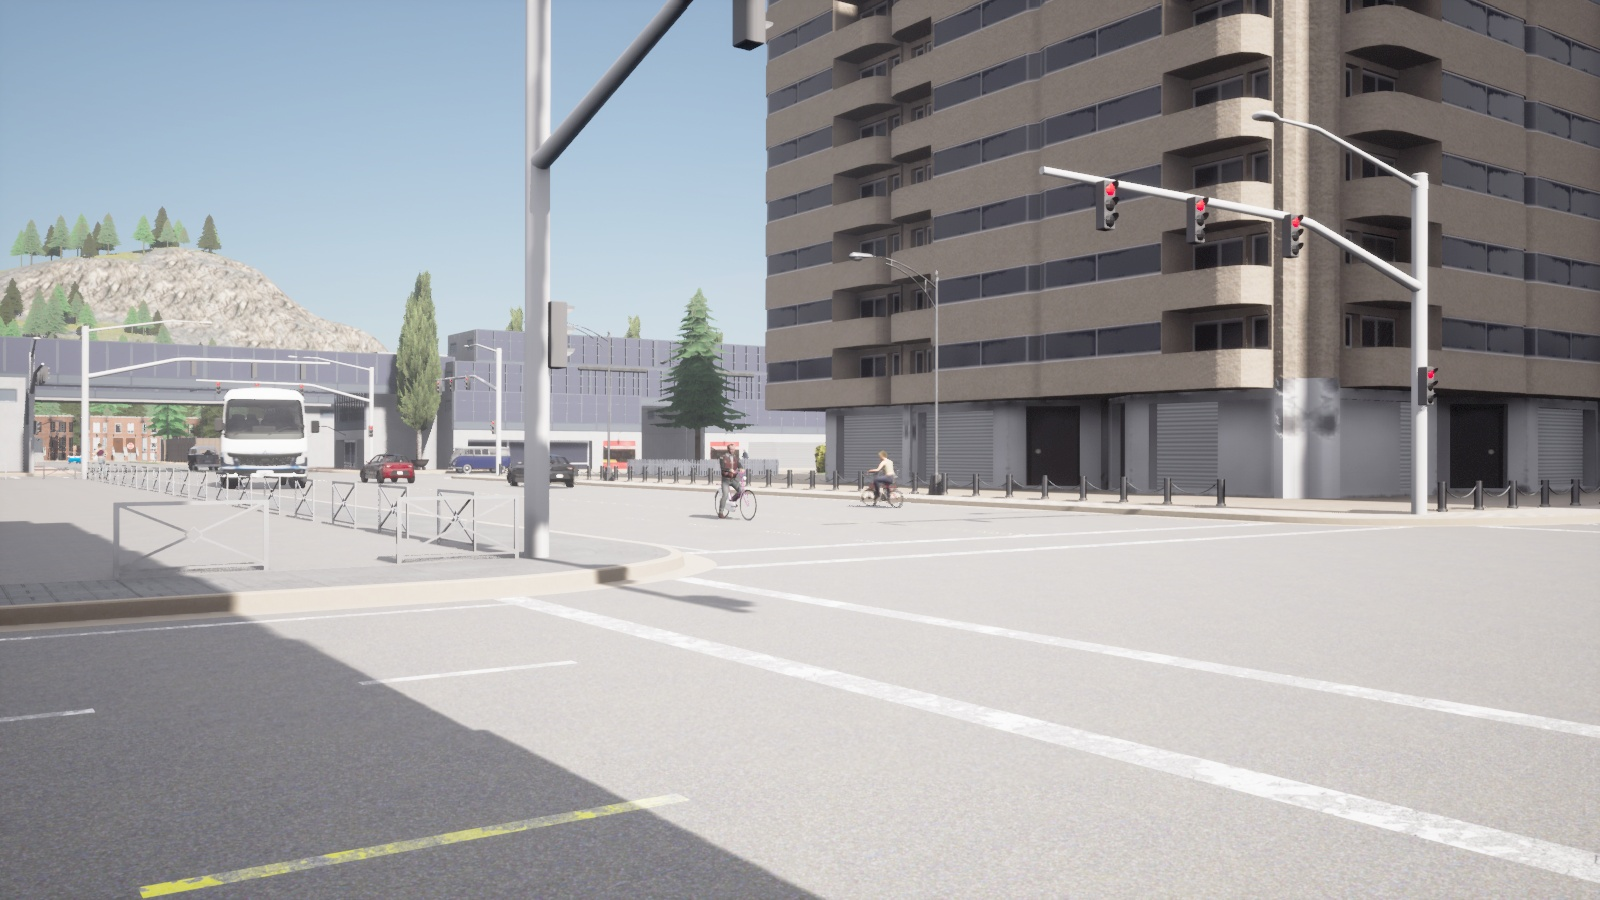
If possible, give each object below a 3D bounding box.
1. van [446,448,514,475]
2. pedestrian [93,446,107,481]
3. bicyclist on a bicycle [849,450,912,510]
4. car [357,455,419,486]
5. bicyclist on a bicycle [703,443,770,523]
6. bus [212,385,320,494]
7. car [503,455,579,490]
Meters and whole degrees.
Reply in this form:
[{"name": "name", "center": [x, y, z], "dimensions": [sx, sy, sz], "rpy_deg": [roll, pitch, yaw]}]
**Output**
[{"name": "van", "center": [-23.445, 0.828, 92.079], "dimensions": [4.442, 1.987, 1.775], "rpy_deg": [0, 0, -35]}, {"name": "pedestrian", "center": [-36.088, 0.694, 64.755], "dimensions": [0.594, 1.836, 0.345], "rpy_deg": [0, 0, 21]}, {"name": "bicyclist on a bicycle", "center": [2.277, 0.819, 35.473], "dimensions": [1.509, 1.612, 0.866], "rpy_deg": [0, 3, 43]}, {"name": "car", "center": [-20.704, 1.012, 63.020], "dimensions": [1.816, 1.474, 4.193], "rpy_deg": [0, 0, -35]}, {"name": "bicyclist on a bicycle", "center": [-1.488, 0.745, 29.055], "dimensions": [0.659, 1.776, 1.843], "rpy_deg": [0, 0, -35]}, {"name": "bus", "center": [-23.373, -0.393, 54.613], "dimensions": [3.944, 4.253, 10.273], "rpy_deg": [0, 0, -25]}, {"name": "car", "center": [-11.589, 0.975, 55.987], "dimensions": [1.816, 1.474, 4.193], "rpy_deg": [0, 0, -35]}]
